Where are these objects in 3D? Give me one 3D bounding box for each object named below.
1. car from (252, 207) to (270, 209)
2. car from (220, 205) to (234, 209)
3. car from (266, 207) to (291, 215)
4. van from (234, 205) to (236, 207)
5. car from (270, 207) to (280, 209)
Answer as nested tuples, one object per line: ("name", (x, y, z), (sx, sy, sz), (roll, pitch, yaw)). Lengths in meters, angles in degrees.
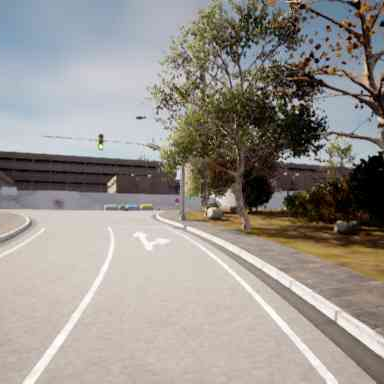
("car", (13.511, 4.103, 72.171), (1.946, 1.575, 5.366), (4, -8, -41))
("car", (5.426, 3.885, 68.648), (1.946, 1.575, 5.366), (5, -8, -41))
("car", (19.191, 4.219, 74.207), (2.097, 1.535, 5.008), (5, -8, -41))
("van", (8.155, 3.731, 69.805), (1.878, 1.987, 4.442), (5, -8, -41))
("car", (16.415, 4.154, 73.111), (2.231, 1.521, 4.892), (4, -8, -41))
